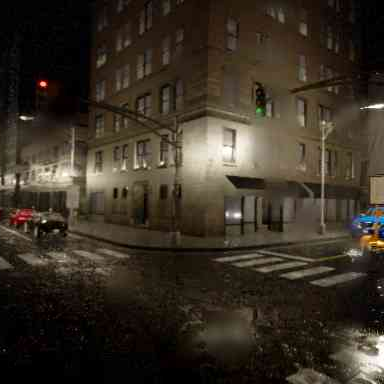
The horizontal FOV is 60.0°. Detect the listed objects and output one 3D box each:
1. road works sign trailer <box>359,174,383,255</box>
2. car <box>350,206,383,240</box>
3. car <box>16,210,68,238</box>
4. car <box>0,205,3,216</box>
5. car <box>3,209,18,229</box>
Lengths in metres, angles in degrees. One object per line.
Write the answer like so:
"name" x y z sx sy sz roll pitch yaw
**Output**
"road works sign trailer" 9.079 0.980 14.502 2.880 3.560 2.380 2 -2 -38
"car" 11.876 1.920 20.305 5.566 2.045 2.150 2 -2 -38
"car" -8.707 1.877 19.765 2.008 1.369 4.403 2 -2 -38
"car" -22.677 1.907 37.691 1.967 1.590 4.097 2 -2 -38
"car" -12.200 1.944 24.245 1.802 1.307 4.206 2 -2 -38
